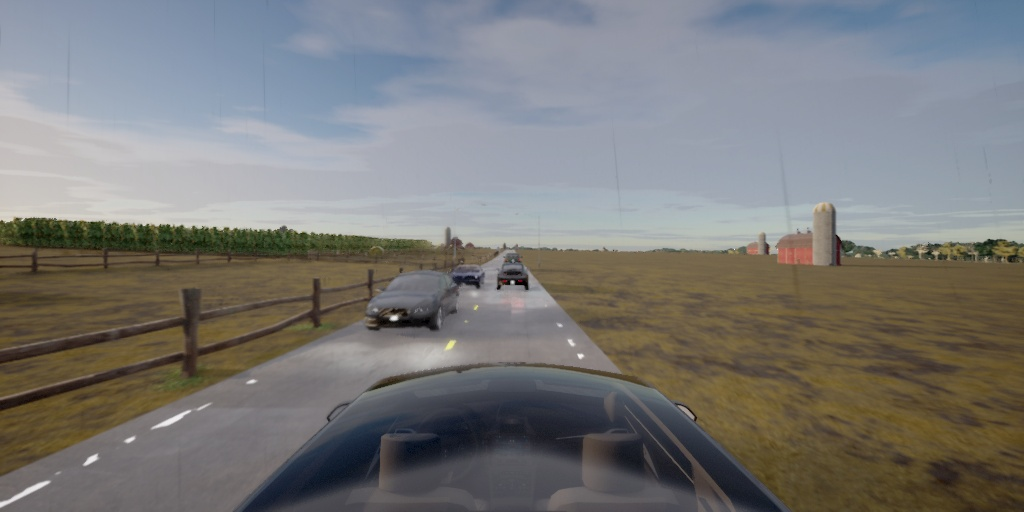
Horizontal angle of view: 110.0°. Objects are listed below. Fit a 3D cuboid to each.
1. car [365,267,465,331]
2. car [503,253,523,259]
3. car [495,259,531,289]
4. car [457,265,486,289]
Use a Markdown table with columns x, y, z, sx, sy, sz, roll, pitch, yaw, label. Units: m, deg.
| x | y | z | sx | sy | sz | roll | pitch | yaw | label |
| --- | --- | --- | --- | --- | --- | --- | --- | --- | --- |
| -2.791 | 1.243 | 11.000 | 1.837 | 1.490 | 4.892 | 0 | 0 | 1 | car |
| 0.113 | 0.595 | 43.811 | 2.150 | 2.045 | 5.566 | 0 | 1 | 0 | car |
| 0.059 | 1.154 | 22.017 | 1.837 | 1.490 | 4.892 | 0 | 1 | 1 | car |
| -2.742 | 1.244 | 22.504 | 1.895 | 1.301 | 4.718 | 0 | 1 | 0 | car |
